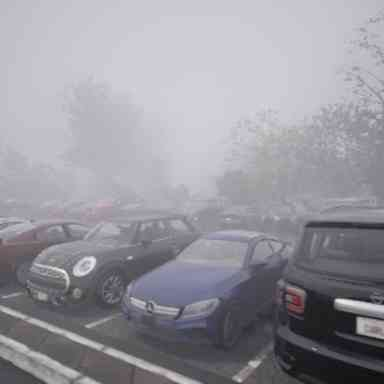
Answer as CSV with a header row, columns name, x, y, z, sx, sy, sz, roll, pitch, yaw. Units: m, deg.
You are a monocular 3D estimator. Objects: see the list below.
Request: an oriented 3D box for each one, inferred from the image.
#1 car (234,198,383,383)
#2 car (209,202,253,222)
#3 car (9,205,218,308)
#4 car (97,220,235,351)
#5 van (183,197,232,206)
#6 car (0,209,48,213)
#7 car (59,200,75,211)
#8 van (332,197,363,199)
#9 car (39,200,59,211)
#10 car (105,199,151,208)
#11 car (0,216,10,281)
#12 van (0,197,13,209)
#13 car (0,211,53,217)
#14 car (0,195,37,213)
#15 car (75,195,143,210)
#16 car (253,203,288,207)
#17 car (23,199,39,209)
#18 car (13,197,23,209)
name,x,y,z,sx,sy,sz,roll,pitch,yaw
car,3.056,1.213,4.903,2.435,2.045,5.566,-1,0,35
car,3.354,1.566,20.094,2.163,1.488,4.792,-1,-1,35
car,-1.555,1.387,8.168,2.185,1.767,4.553,-1,0,35
car,0.736,1.529,6.512,2.002,1.452,4.674,-1,0,35
van,0.958,1.335,21.605,1.878,1.987,4.442,-1,0,35
car,-8.499,1.620,13.043,2.002,1.452,4.674,-1,0,35
car,-8.326,1.558,28.286,2.163,1.488,4.792,1,0,35
van,8.009,1.263,16.905,1.878,1.987,4.442,-1,0,35
car,-10.632,1.532,29.917,2.163,1.488,4.792,1,0,35
car,-3.693,1.576,25.037,2.097,1.535,5.008,1,0,35
car,-3.883,1.536,9.769,2.097,1.535,5.008,-1,0,35
van,-10.848,1.351,14.844,1.878,1.987,4.442,0,0,35
car,-6.188,1.601,11.402,2.002,1.452,4.674,-1,0,35
car,-19.750,1.274,36.366,2.185,1.767,4.553,1,0,35
car,-6.019,1.303,26.655,2.435,2.045,5.566,1,0,35
car,5.518,1.388,18.485,2.185,1.767,4.553,-1,0,35
car,-12.813,1.479,31.505,2.231,1.521,4.892,1,0,35
car,-17.532,1.424,34.829,2.097,1.535,5.008,1,0,35
